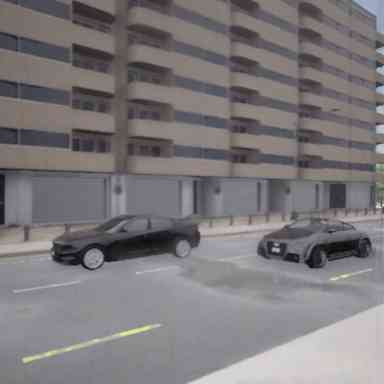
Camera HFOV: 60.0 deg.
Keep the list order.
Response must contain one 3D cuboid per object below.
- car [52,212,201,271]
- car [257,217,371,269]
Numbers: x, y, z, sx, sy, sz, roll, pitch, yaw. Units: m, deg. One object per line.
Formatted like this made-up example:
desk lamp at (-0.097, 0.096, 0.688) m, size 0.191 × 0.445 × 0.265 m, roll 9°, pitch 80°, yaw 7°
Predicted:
car at (-2.012, 1.477, 11.143) m, size 5.008 × 1.535 × 1.882 m, roll -1°, pitch 1°, yaw -35°
car at (4.180, 1.576, 11.238) m, size 4.181 × 1.385 × 1.994 m, roll 0°, pitch 0°, yaw -35°
